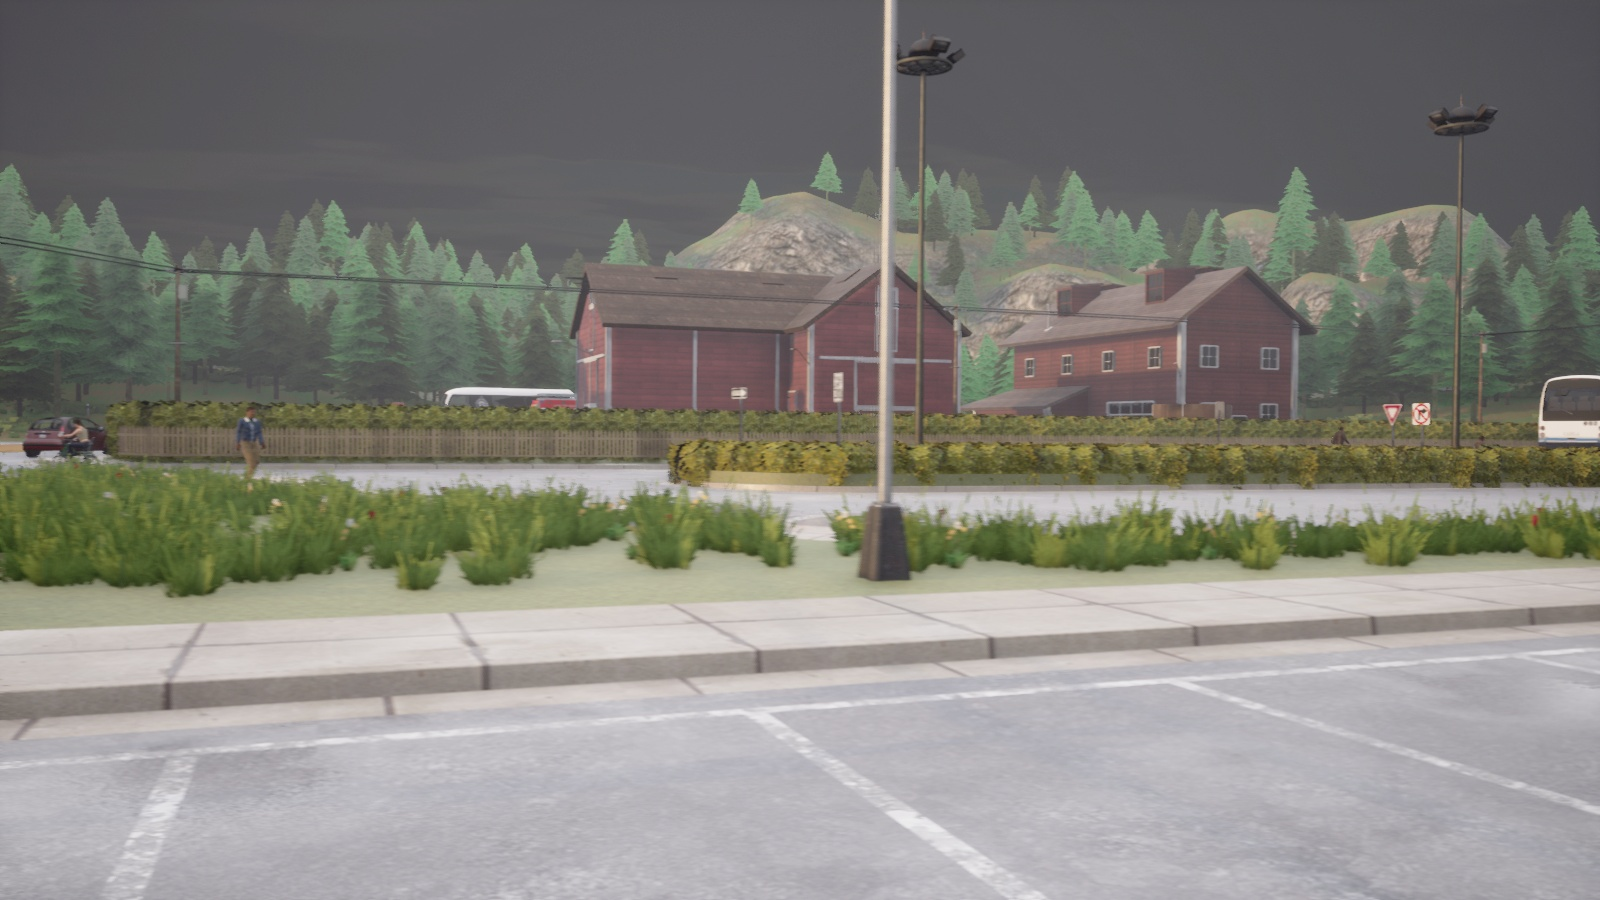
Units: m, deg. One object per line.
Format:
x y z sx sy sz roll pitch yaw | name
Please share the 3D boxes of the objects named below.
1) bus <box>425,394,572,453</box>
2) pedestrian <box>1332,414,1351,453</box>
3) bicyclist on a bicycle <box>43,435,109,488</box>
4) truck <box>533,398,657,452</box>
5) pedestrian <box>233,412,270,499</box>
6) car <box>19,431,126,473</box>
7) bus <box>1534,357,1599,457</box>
-22.510 -1.999 93.634 10.273 4.253 3.944 -1 1 -20 | bus
25.651 -0.792 59.502 0.703 1.840 0.431 -1 1 -21 | pedestrian
-22.183 0.346 38.488 1.509 1.612 0.866 0 2 2 | bicyclist on a bicycle
-15.097 -1.849 92.544 8.468 3.827 2.891 -1 1 -25 | truck
-12.596 0.120 28.832 0.788 1.949 0.423 0 1 39 | pedestrian
-29.363 0.051 50.844 1.851 1.617 3.988 -1 1 3 | car
38.336 -1.909 56.286 10.273 4.253 3.944 -1 1 -22 | bus
